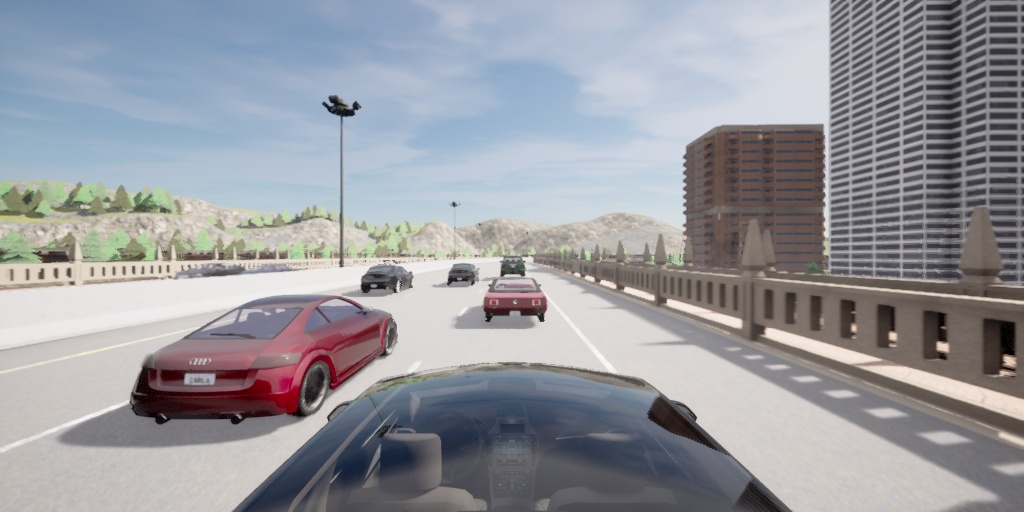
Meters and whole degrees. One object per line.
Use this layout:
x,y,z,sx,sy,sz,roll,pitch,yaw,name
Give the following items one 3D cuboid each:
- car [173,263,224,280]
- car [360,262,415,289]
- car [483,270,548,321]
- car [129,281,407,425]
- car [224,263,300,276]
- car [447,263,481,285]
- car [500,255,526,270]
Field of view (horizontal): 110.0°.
-21.105,1.242,25.352,2.128,1.511,4.902,0,0,0,car
-6.915,1.252,20.363,1.837,1.490,4.892,0,0,0,car
0.092,1.348,12.426,1.895,1.301,4.718,0,0,0,car
-3.409,1.314,5.922,1.994,1.385,4.181,0,0,0,car
-17.597,1.297,26.053,2.033,1.411,5.357,0,0,0,car
-3.419,1.250,25.795,1.837,1.490,4.892,0,0,0,car
0.075,0.964,32.124,2.150,2.045,5.566,0,0,0,car
